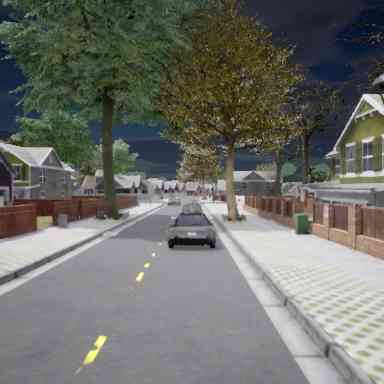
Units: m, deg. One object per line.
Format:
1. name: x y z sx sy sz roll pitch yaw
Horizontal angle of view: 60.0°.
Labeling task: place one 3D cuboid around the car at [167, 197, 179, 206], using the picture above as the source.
1. car: -2.750 1.546 52.657 1.994 1.385 4.181 0 0 0

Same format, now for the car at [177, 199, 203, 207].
1. car: 0.001 1.545 29.655 2.033 1.411 5.357 0 0 0

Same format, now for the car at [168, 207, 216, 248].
1. car: 0.000 1.566 14.653 1.994 1.385 4.181 0 0 0
